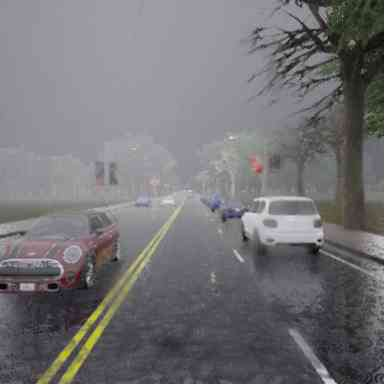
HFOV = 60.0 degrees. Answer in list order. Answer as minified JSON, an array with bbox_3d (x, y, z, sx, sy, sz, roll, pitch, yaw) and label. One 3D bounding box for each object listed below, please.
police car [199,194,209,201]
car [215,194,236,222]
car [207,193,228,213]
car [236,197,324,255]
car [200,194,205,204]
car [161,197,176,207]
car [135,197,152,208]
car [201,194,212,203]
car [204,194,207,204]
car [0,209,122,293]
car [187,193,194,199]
[{"bbox_3d":[2.913,1.385,80.983,2.038,1.542,4.974,0,0,0],"label":"police car"},{"bbox_3d":[3.215,1.309,25.926,2.097,1.767,4.553,0,0,0],"label":"car"},{"bbox_3d":[3.180,1.162,36.991,2.150,2.045,5.566,0,0,0],"label":"car"},{"bbox_3d":[3.339,1.194,13.367,2.150,2.045,5.566,0,0,0],"label":"car"},{"bbox_3d":[3.071,1.414,59.002,2.163,1.488,4.792,0,0,0],"label":"car"},{"bbox_3d":[-3.453,1.450,49.381,1.812,1.442,4.674,0,0,0],"label":"car"},{"bbox_3d":[-6.694,1.406,46.051,1.882,1.535,5.008,0,0,0],"label":"car"},{"bbox_3d":[2.998,1.326,69.977,2.033,1.649,4.856,0,0,0],"label":"car"},{"bbox_3d":[3.131,1.430,47.967,1.837,1.490,4.892,0,0,0],"label":"car"},{"bbox_3d":[-3.354,1.335,9.020,2.097,1.767,4.553,0,0,0],"label":"car"},{"bbox_3d":[-0.411,1.262,89.966,1.812,1.442,4.674,0,0,-1],"label":"car"}]
